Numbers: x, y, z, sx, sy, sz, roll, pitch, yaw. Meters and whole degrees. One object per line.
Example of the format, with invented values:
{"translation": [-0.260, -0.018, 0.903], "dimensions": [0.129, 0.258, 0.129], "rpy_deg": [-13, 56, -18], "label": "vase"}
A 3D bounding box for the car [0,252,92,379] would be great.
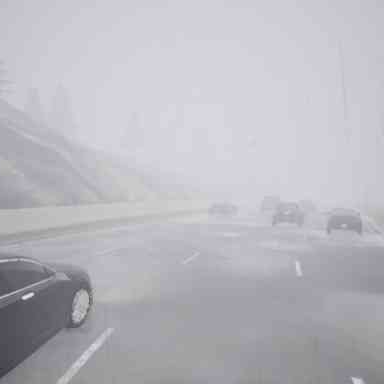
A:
{"translation": [-2.888, 1.495, 4.139], "dimensions": [1.837, 1.490, 4.892], "rpy_deg": [0, 0, 6], "label": "car"}

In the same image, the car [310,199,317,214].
{"translation": [13.888, 1.621, 40.286], "dimensions": [2.097, 1.767, 4.553], "rpy_deg": [0, 0, 23], "label": "car"}

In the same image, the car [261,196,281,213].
{"translation": [9.670, 1.450, 39.326], "dimensions": [2.150, 2.045, 5.566], "rpy_deg": [0, 0, 23], "label": "car"}

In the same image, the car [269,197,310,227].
{"translation": [7.355, 1.509, 24.865], "dimensions": [2.097, 1.767, 4.553], "rpy_deg": [0, 0, 22], "label": "car"}

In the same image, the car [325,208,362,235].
{"translation": [9.185, 1.680, 20.241], "dimensions": [1.812, 1.442, 4.674], "rpy_deg": [0, 0, 22], "label": "car"}

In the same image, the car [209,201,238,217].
{"translation": [3.186, 1.641, 33.043], "dimensions": [2.128, 1.511, 4.902], "rpy_deg": [0, 0, 23], "label": "car"}
